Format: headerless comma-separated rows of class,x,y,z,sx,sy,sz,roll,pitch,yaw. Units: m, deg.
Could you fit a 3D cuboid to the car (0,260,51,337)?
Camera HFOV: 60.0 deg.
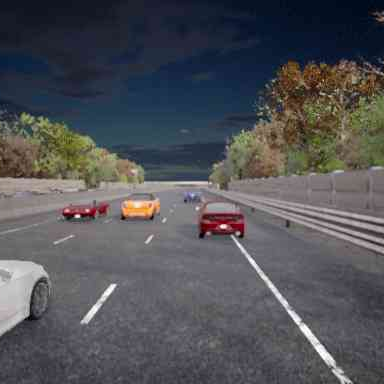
car,-3.399,1.434,3.942,1.812,1.442,4.674,0,1,0

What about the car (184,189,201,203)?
car,0.078,0.426,43.008,2.097,1.767,4.553,0,1,0

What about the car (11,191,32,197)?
car,-21.080,0.637,42.225,2.033,1.411,5.357,0,1,0

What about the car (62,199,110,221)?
car,-6.894,1.115,22.244,1.895,1.301,4.718,0,1,0

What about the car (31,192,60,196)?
car,-17.582,0.709,41.375,1.895,1.301,4.718,0,1,0

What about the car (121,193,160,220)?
car,-3.397,0.854,22.813,2.097,1.767,4.553,0,1,0

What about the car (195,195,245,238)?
car,1.227,1.139,15.400,1.882,1.535,5.008,0,1,0

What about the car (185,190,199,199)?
car,0.010,0.388,54.138,2.033,1.411,5.357,0,1,0
